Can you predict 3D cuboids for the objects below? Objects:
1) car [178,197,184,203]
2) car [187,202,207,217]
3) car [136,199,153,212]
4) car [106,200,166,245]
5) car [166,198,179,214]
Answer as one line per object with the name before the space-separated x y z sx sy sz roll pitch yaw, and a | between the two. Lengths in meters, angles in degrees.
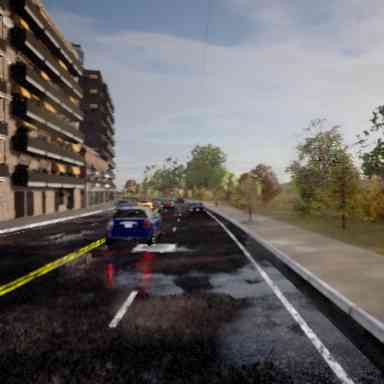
car | -3.000 1.989 82.011 1.994 1.385 4.181 -1 0 -7
car | 0.493 1.714 33.417 2.033 1.411 5.357 -1 0 -1
car | -6.653 1.830 46.791 1.882 1.535 5.008 -1 0 -2
car | -2.708 1.485 16.421 2.097 1.767 4.553 -1 0 1
car | -2.925 1.744 39.078 2.128 1.511 4.902 -1 0 -2
